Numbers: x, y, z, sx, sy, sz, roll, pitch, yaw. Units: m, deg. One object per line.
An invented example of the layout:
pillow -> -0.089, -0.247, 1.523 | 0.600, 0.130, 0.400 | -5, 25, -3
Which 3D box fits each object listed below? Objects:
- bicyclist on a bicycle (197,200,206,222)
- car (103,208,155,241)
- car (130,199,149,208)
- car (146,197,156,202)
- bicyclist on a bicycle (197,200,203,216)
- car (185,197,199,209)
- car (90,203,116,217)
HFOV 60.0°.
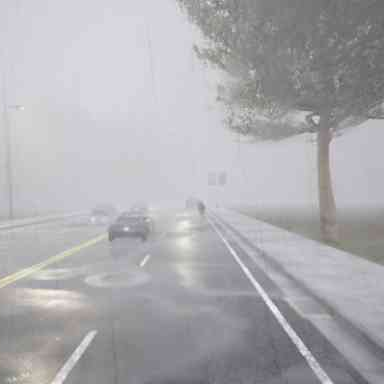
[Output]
bicyclist on a bicycle -> 0.894, 1.682, 28.660 | 0.659, 1.776, 1.843 | 0, 0, 0
car -> -3.151, 1.758, 17.986 | 1.994, 1.385, 4.181 | 0, -1, 0
car -> -6.577, 1.954, 41.683 | 2.128, 1.511, 4.902 | 0, -1, 0
car -> -9.746, 1.866, 78.761 | 2.097, 1.767, 4.553 | 0, -1, 0
bicyclist on a bicycle -> 0.894, 1.787, 37.860 | 0.659, 1.776, 1.843 | 0, 0, 0
car -> 0.021, 1.854, 56.536 | 2.150, 2.045, 5.566 | 0, 0, 1
car -> -9.841, 1.961, 37.491 | 2.033, 1.411, 5.357 | 0, -1, 0
